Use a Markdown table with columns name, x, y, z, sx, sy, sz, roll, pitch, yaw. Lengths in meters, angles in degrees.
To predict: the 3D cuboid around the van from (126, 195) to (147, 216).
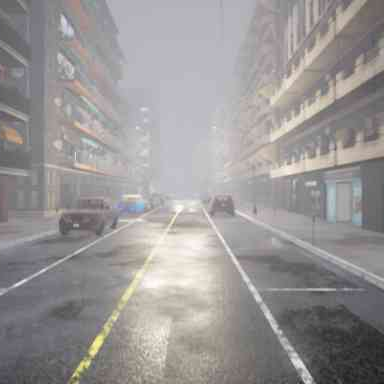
| name | x | y | z | sx | sy | sz | roll | pitch | yaw |
| --- | --- | --- | --- | --- | --- | --- | --- | --- | --- |
| van | -5.321 | 1.149 | 29.123 | 1.690 | 1.788 | 3.998 | 1 | 0 | 0 |

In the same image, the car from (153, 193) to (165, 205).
| name | x | y | z | sx | sy | sz | roll | pitch | yaw |
| --- | --- | --- | --- | --- | --- | --- | --- | --- | --- |
| car | -5.334 | 1.248 | 46.136 | 2.008 | 1.369 | 4.403 | 1 | 0 | 0 |

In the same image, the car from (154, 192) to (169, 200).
| name | x | y | z | sx | sy | sz | roll | pitch | yaw |
| --- | --- | --- | --- | --- | --- | --- | --- | --- | --- |
| car | -5.335 | 0.976 | 51.806 | 2.192 | 1.841 | 5.009 | 1 | 0 | 0 |

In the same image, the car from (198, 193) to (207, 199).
| name | x | y | z | sx | sy | sz | roll | pitch | yaw |
| --- | --- | --- | --- | --- | --- | --- | --- | --- | --- |
| car | 2.525 | 1.047 | 80.195 | 1.947 | 1.339 | 4.313 | 1 | 0 | 0 |

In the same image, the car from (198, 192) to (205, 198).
| name | x | y | z | sx | sy | sz | roll | pitch | yaw |
| --- | --- | --- | --- | --- | --- | --- | --- | --- | --- |
| car | 2.539 | 1.175 | 57.512 | 2.008 | 1.369 | 4.403 | 1 | 0 | 0 |

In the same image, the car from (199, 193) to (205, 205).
| name | x | y | z | sx | sy | sz | roll | pitch | yaw |
| --- | --- | --- | --- | --- | --- | --- | --- | --- | --- |
| car | 2.542 | 1.227 | 51.842 | 1.947 | 1.339 | 4.313 | 1 | 0 | 0 |

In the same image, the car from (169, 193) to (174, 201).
| name | x | y | z | sx | sy | sz | roll | pitch | yaw |
| --- | --- | --- | --- | --- | --- | --- | --- | --- | --- |
| car | -5.347 | 0.993 | 68.819 | 1.967 | 1.590 | 4.097 | 1 | 0 | 0 |

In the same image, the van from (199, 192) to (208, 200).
| name | x | y | z | sx | sy | sz | roll | pitch | yaw |
| --- | --- | --- | --- | --- | --- | --- | --- | --- | --- |
| van | 2.531 | 0.858 | 74.523 | 1.690 | 1.788 | 3.998 | 1 | 0 | 0 |

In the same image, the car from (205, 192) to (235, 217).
| name | x | y | z | sx | sy | sz | roll | pitch | yaw |
| --- | --- | --- | --- | --- | --- | --- | --- | --- | --- |
| car | 2.559 | 1.123 | 29.157 | 2.192 | 1.841 | 5.009 | 1 | 0 | 0 |

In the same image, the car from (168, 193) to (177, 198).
| name | x | y | z | sx | sy | sz | roll | pitch | yaw |
| --- | --- | --- | --- | --- | --- | --- | --- | --- | --- |
| car | -5.362 | 0.961 | 91.502 | 2.008 | 1.369 | 4.403 | 1 | 0 | 0 |

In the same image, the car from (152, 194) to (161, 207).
| name | x | y | z | sx | sy | sz | roll | pitch | yaw |
| --- | --- | --- | --- | --- | --- | --- | --- | --- | --- |
| car | -5.331 | 1.300 | 40.466 | 1.947 | 1.339 | 4.313 | 1 | 0 | 0 |

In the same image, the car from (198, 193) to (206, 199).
| name | x | y | z | sx | sy | sz | roll | pitch | yaw |
| --- | --- | --- | --- | --- | --- | --- | --- | --- | --- |
| car | 2.522 | 0.990 | 85.865 | 1.887 | 1.381 | 4.507 | 1 | 0 | 0 |

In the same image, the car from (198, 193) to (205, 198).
| name | x | y | z | sx | sy | sz | roll | pitch | yaw |
| --- | --- | --- | --- | --- | --- | --- | --- | --- | --- |
| car | 2.519 | 0.935 | 91.706 | 1.752 | 1.417 | 4.829 | 1 | 0 | 0 |

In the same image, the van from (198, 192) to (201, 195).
| name | x | y | z | sx | sy | sz | roll | pitch | yaw |
| --- | --- | --- | --- | --- | --- | --- | --- | --- | --- |
| van | 2.535 | 0.894 | 68.853 | 1.690 | 1.788 | 3.998 | 1 | 0 | 0 |

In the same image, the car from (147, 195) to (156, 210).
| name | x | y | z | sx | sy | sz | roll | pitch | yaw |
| --- | --- | --- | --- | --- | --- | --- | --- | --- | --- |
| car | -5.327 | 1.322 | 34.794 | 2.008 | 1.369 | 4.403 | 1 | 0 | 0 |

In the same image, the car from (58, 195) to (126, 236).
| name | x | y | z | sx | sy | sz | roll | pitch | yaw |
| --- | --- | --- | --- | --- | --- | --- | --- | --- | --- |
| car | -5.314 | 1.198 | 17.781 | 2.192 | 1.841 | 5.009 | 1 | 0 | 0 |
